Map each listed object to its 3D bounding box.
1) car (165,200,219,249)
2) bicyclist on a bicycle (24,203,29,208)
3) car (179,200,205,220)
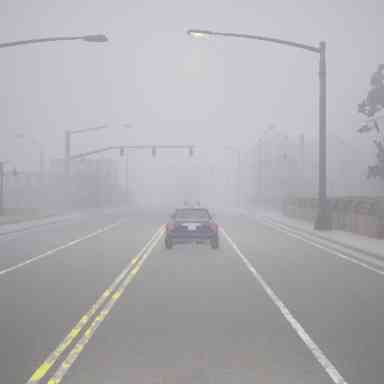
[{"bbox_3d":[0.000,1.365,14.620,2.097,1.767,4.553,0,0,0],"label":"car"},{"bbox_3d":[-25.651,2.462,51.571,0.582,1.620,1.656,-8,0,0],"label":"bicyclist on a bicycle"},{"bbox_3d":[0.000,1.494,29.650,2.128,1.511,4.902,0,0,0],"label":"car"}]
